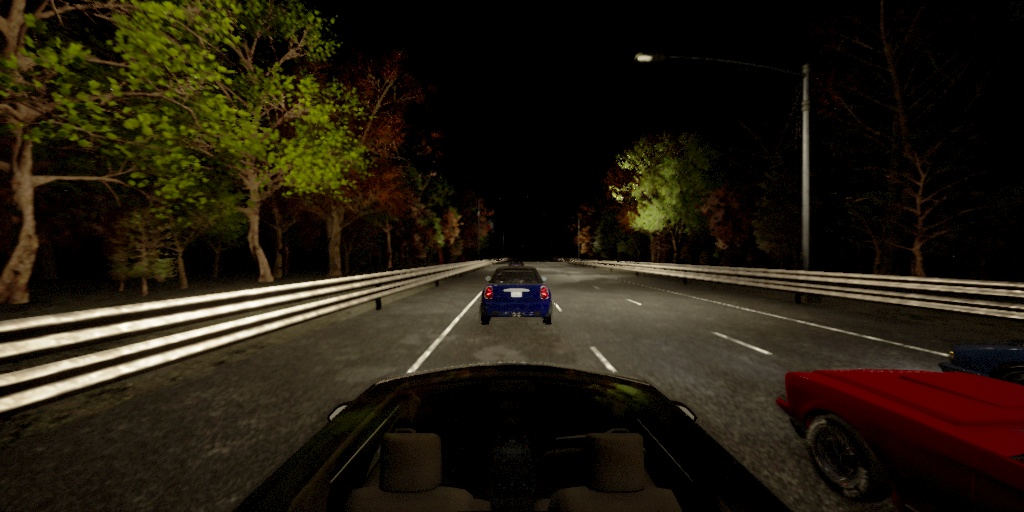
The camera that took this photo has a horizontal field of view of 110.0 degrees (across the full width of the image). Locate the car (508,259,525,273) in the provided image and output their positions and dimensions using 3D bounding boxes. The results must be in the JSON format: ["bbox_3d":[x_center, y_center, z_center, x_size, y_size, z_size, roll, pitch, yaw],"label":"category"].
[{"bbox_3d":[0.547,1.176,44.560,2.033,1.649,4.856,0,0,1],"label":"car"}]

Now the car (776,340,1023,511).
[{"bbox_3d":[3.604,1.352,1.467,1.895,1.301,4.718,0,0,0],"label":"car"}]

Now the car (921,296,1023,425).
[{"bbox_3d":[7.103,1.299,2.652,2.033,1.411,5.357,0,0,0],"label":"car"}]

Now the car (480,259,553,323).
[{"bbox_3d":[0.136,1.101,12.196,2.097,1.767,4.553,0,0,0],"label":"car"}]
